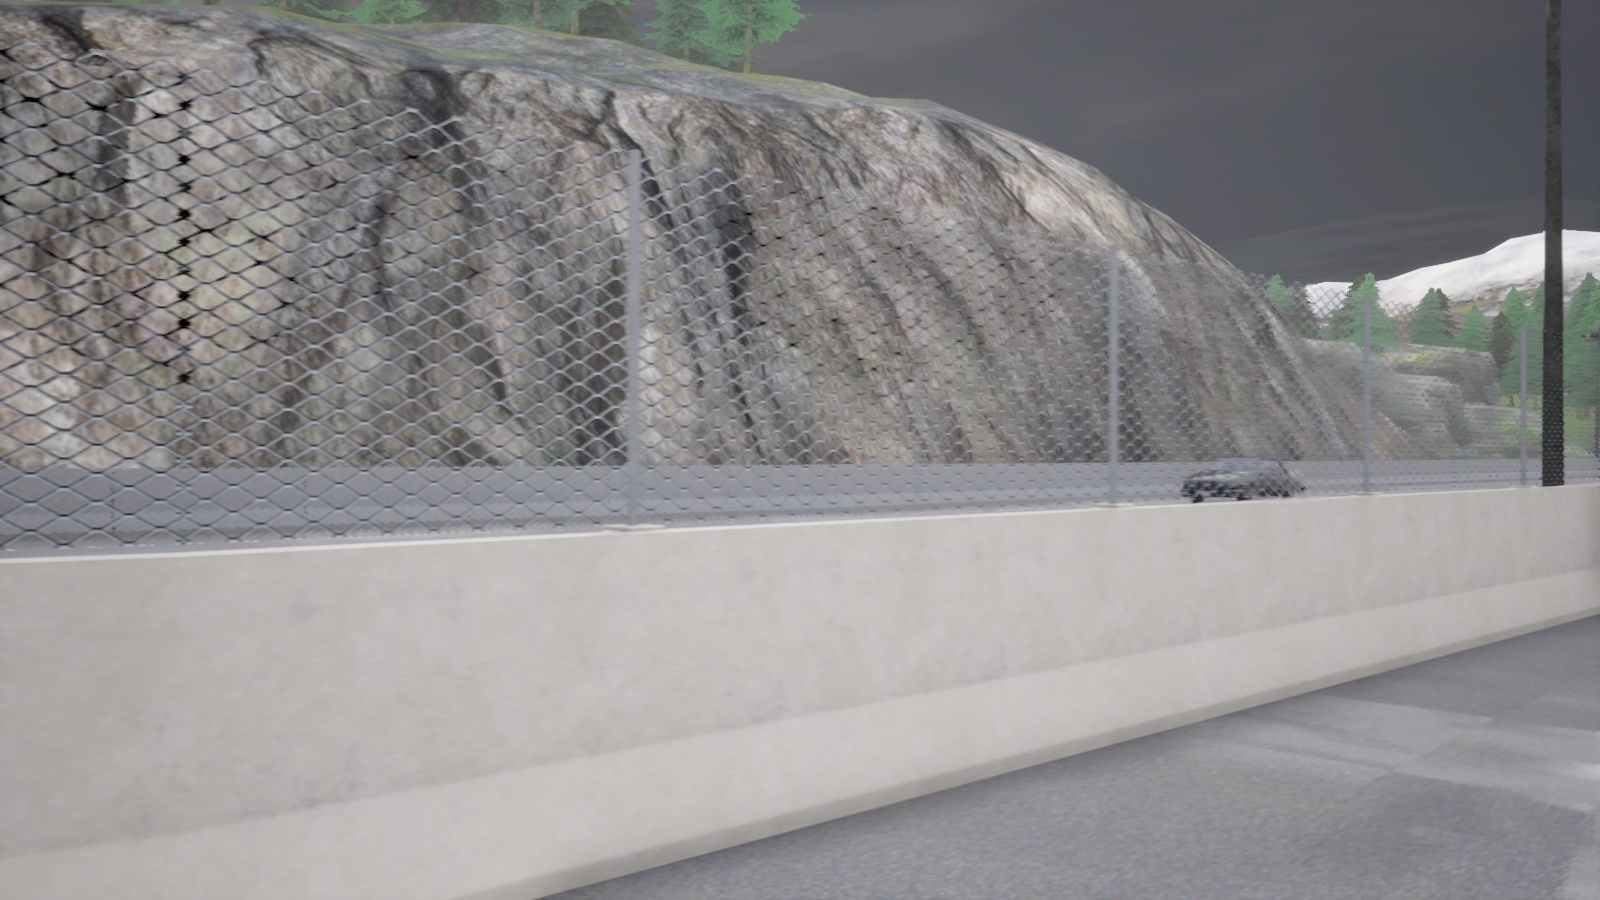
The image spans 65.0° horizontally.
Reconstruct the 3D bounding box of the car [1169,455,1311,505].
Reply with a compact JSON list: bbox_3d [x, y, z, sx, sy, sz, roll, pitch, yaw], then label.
[{"bbox_3d":[13.521,0.861,38.375,2.033,1.411,5.357,0,0,44],"label":"car"}]
